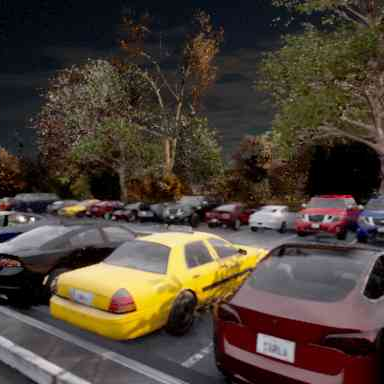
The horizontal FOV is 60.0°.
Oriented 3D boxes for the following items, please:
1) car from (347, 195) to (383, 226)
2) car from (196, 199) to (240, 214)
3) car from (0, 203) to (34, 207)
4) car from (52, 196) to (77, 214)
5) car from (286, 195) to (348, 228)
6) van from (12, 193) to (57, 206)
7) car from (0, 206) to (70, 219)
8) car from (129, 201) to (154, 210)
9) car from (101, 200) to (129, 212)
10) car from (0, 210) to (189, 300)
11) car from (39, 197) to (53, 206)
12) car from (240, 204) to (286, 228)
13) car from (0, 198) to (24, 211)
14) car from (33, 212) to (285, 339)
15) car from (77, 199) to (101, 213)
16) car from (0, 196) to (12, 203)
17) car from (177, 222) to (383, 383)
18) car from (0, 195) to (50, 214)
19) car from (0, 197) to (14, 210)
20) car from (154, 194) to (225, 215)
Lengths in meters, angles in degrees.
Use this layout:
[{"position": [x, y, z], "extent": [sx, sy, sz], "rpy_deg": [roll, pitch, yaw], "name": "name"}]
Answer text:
[{"position": [9.376, 1.214, 15.831], "extent": [2.435, 2.045, 5.566], "rpy_deg": [0, 0, 35], "name": "car"}, {"position": [2.679, 1.427, 20.618], "extent": [2.097, 1.535, 5.008], "rpy_deg": [0, 0, 35], "name": "car"}, {"position": [-9.309, 1.410, 13.092], "extent": [2.231, 1.521, 4.892], "rpy_deg": [0, 0, 35], "name": "car"}, {"position": [-8.776, 1.389, 28.538], "extent": [1.946, 1.575, 5.366], "rpy_deg": [0, 0, 35], "name": "car"}, {"position": [7.206, 1.200, 17.372], "extent": [2.435, 2.045, 5.566], "rpy_deg": [0, 0, 35], "name": "car"}, {"position": [-15.411, 1.149, 33.628], "extent": [1.878, 1.987, 4.442], "rpy_deg": [0, 0, 35], "name": "van"}, {"position": [-7.043, 1.447, 11.452], "extent": [2.163, 1.488, 4.792], "rpy_deg": [0, 0, 35], "name": "car"}, {"position": [-1.841, 1.439, 23.872], "extent": [2.163, 1.488, 4.792], "rpy_deg": [0, 0, 35], "name": "car"}, {"position": [-4.145, 1.434, 25.438], "extent": [2.163, 1.488, 4.792], "rpy_deg": [0, 0, 35], "name": "car"}, {"position": [-2.458, 1.437, 8.223], "extent": [2.097, 1.535, 5.008], "rpy_deg": [0, 0, 35], "name": "car"}, {"position": [-10.940, 1.426, 30.301], "extent": [2.002, 1.452, 4.674], "rpy_deg": [0, 0, 35], "name": "car"}, {"position": [4.850, 1.478, 19.079], "extent": [2.002, 1.452, 4.674], "rpy_deg": [0, 0, 35], "name": "car"}, {"position": [-22.276, 1.414, 38.381], "extent": [2.002, 1.452, 4.674], "rpy_deg": [0, 0, 36], "name": "car"}, {"position": [-0.065, 1.448, 6.756], "extent": [1.946, 1.575, 5.366], "rpy_deg": [0, 0, 35], "name": "car"}, {"position": [-6.401, 1.398, 27.070], "extent": [2.097, 1.535, 5.008], "rpy_deg": [0, 0, 35], "name": "car"}, {"position": [-11.578, 1.152, 14.745], "extent": [2.435, 2.045, 5.566], "rpy_deg": [0, 0, 35], "name": "car"}, {"position": [2.129, 1.496, 5.005], "extent": [2.163, 1.488, 4.792], "rpy_deg": [0, 0, 35], "name": "car"}, {"position": [-17.761, 1.247, 35.122], "extent": [2.185, 1.767, 4.553], "rpy_deg": [0, 0, 35], "name": "car"}, {"position": [-24.543, 1.379, 40.002], "extent": [2.097, 1.535, 5.008], "rpy_deg": [0, 0, 36], "name": "car"}, {"position": [0.395, 1.166, 22.213], "extent": [2.435, 2.045, 5.566], "rpy_deg": [0, 0, 35], "name": "car"}]
